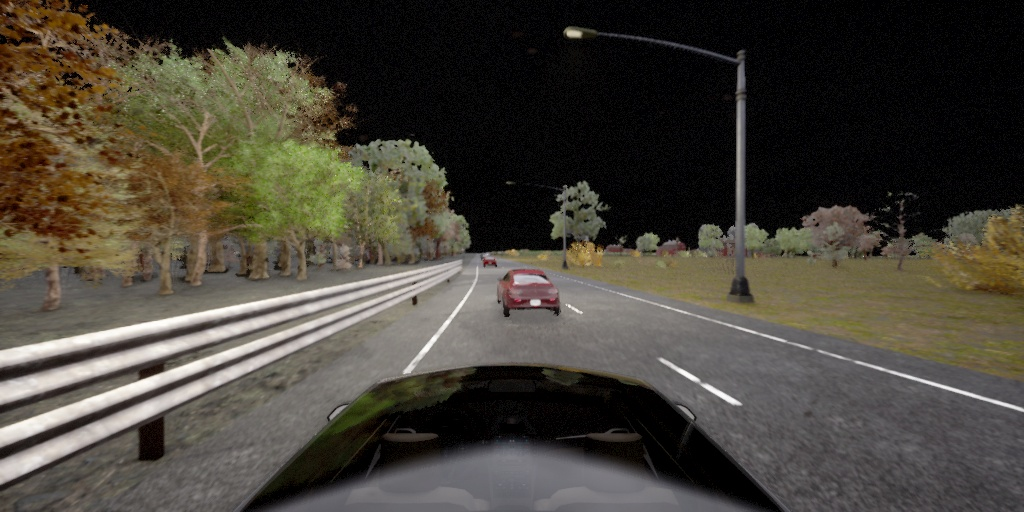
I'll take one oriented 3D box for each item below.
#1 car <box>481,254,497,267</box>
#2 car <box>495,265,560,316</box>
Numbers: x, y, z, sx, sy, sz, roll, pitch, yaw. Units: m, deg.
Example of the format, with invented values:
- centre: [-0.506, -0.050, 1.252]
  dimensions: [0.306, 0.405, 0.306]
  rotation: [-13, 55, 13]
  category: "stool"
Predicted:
- centre: [-3.267, 0.788, 52.755]
  dimensions: [1.882, 1.535, 5.008]
  rotation: [0, 0, -5]
  category: "car"
- centre: [0.478, 1.181, 12.817]
  dimensions: [1.812, 1.442, 4.674]
  rotation: [0, 1, -5]
  category: "car"
